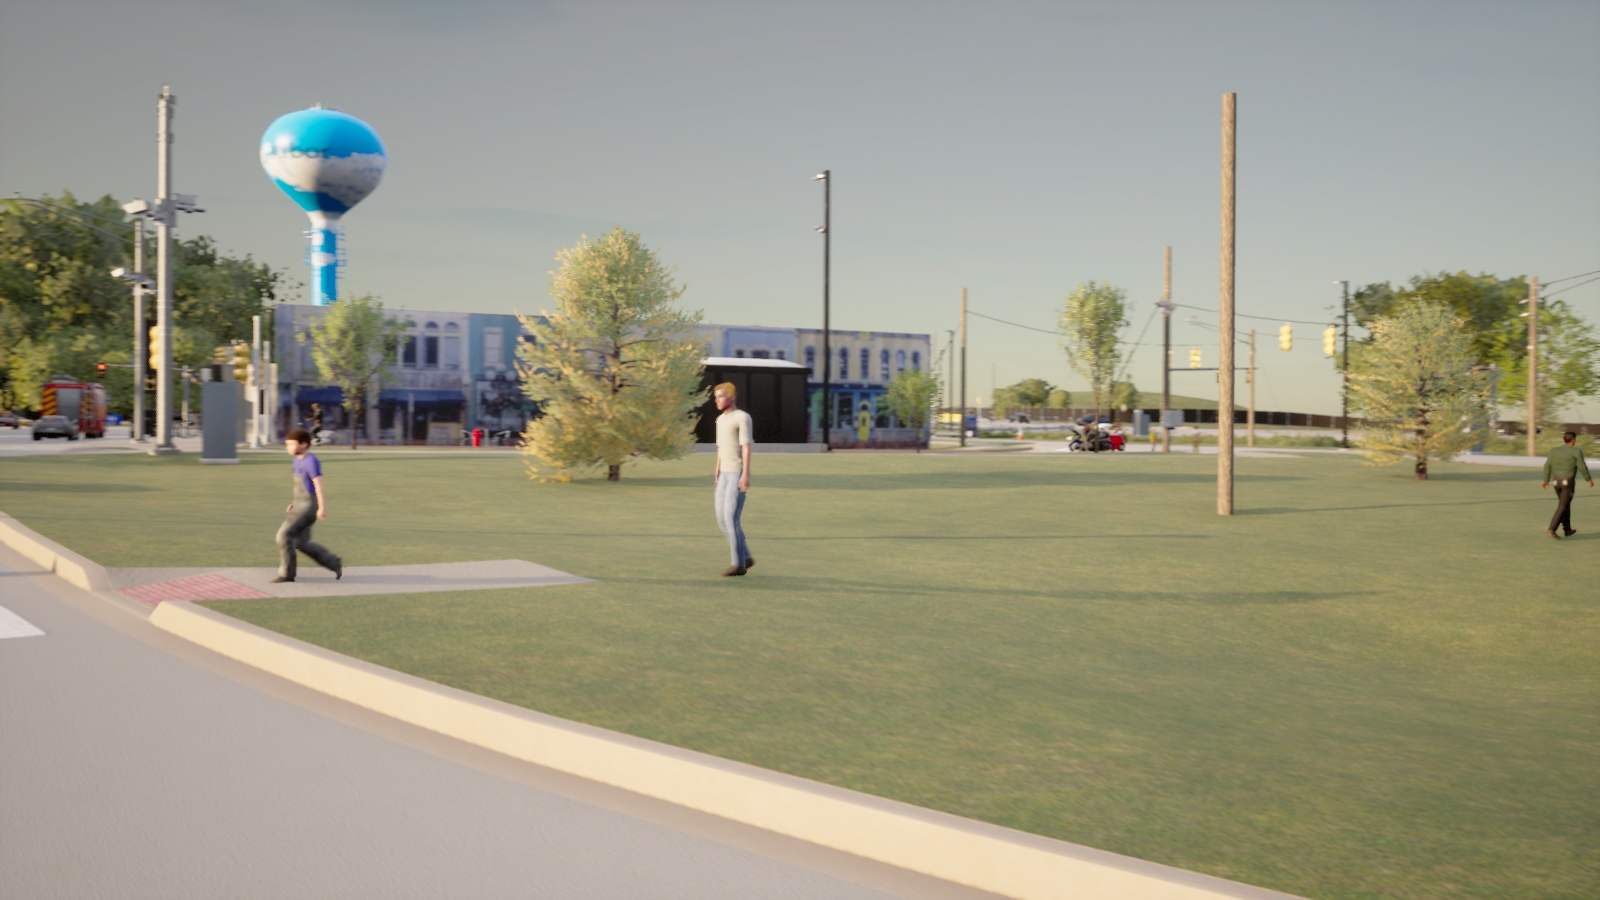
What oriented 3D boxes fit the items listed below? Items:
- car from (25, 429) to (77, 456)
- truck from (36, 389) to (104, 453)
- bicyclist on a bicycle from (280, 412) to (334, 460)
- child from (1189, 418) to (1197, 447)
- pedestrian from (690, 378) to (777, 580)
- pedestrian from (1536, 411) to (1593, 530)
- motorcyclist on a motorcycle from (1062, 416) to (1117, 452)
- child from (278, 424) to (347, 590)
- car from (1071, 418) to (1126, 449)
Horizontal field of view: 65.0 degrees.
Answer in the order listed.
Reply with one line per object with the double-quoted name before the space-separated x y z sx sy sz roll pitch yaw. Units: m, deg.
"car" -40.677 -0.419 68.286 1.994 1.385 4.181 -1 1 -25
"truck" -45.533 -1.785 78.544 2.891 3.827 8.468 -1 1 -25
"bicyclist on a bicycle" -18.435 -0.527 47.010 1.843 1.776 0.659 0 0 -20
"child" 17.233 -0.766 55.057 0.270 1.263 0.437 -1 0 11
"pedestrian" -0.622 0.262 11.749 0.706 1.836 0.354 -1 1 -33
"pedestrian" 12.781 0.334 20.999 0.788 1.949 0.423 -1 1 -24
"motorcyclist on a motorcycle" 13.084 -0.724 56.767 2.191 1.530 0.866 -2 1 -13
"child" -3.797 0.430 9.781 0.437 1.263 0.270 -1 1 -34
"car" 14.001 -0.761 58.839 2.207 1.376 1.481 -3 1 -42
